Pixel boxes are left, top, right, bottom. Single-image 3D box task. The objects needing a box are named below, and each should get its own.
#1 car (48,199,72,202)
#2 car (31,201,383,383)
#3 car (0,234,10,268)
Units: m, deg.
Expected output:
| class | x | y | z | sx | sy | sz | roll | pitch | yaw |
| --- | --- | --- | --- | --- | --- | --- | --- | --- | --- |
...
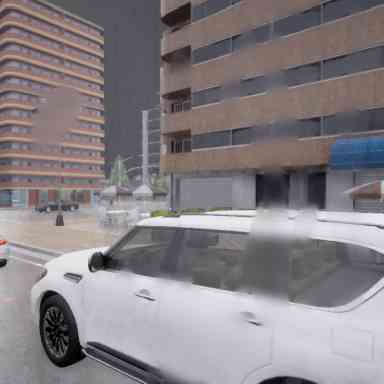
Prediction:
| class | x | y | z | sx | sy | sz | roll | pitch | yaw |
| --- | --- | --- | --- | --- | --- | --- | --- | --- | --- |
| car | -15.467 | 1.560 | 38.181 | 1.837 | 1.490 | 4.892 | 0 | 0 | 40 |
| car | 0.269 | 1.221 | 3.999 | 5.566 | 2.045 | 2.150 | 0 | 0 | 39 |
| car | -7.210 | 1.526 | 10.162 | 4.674 | 1.442 | 1.812 | 0 | 0 | 40 |
